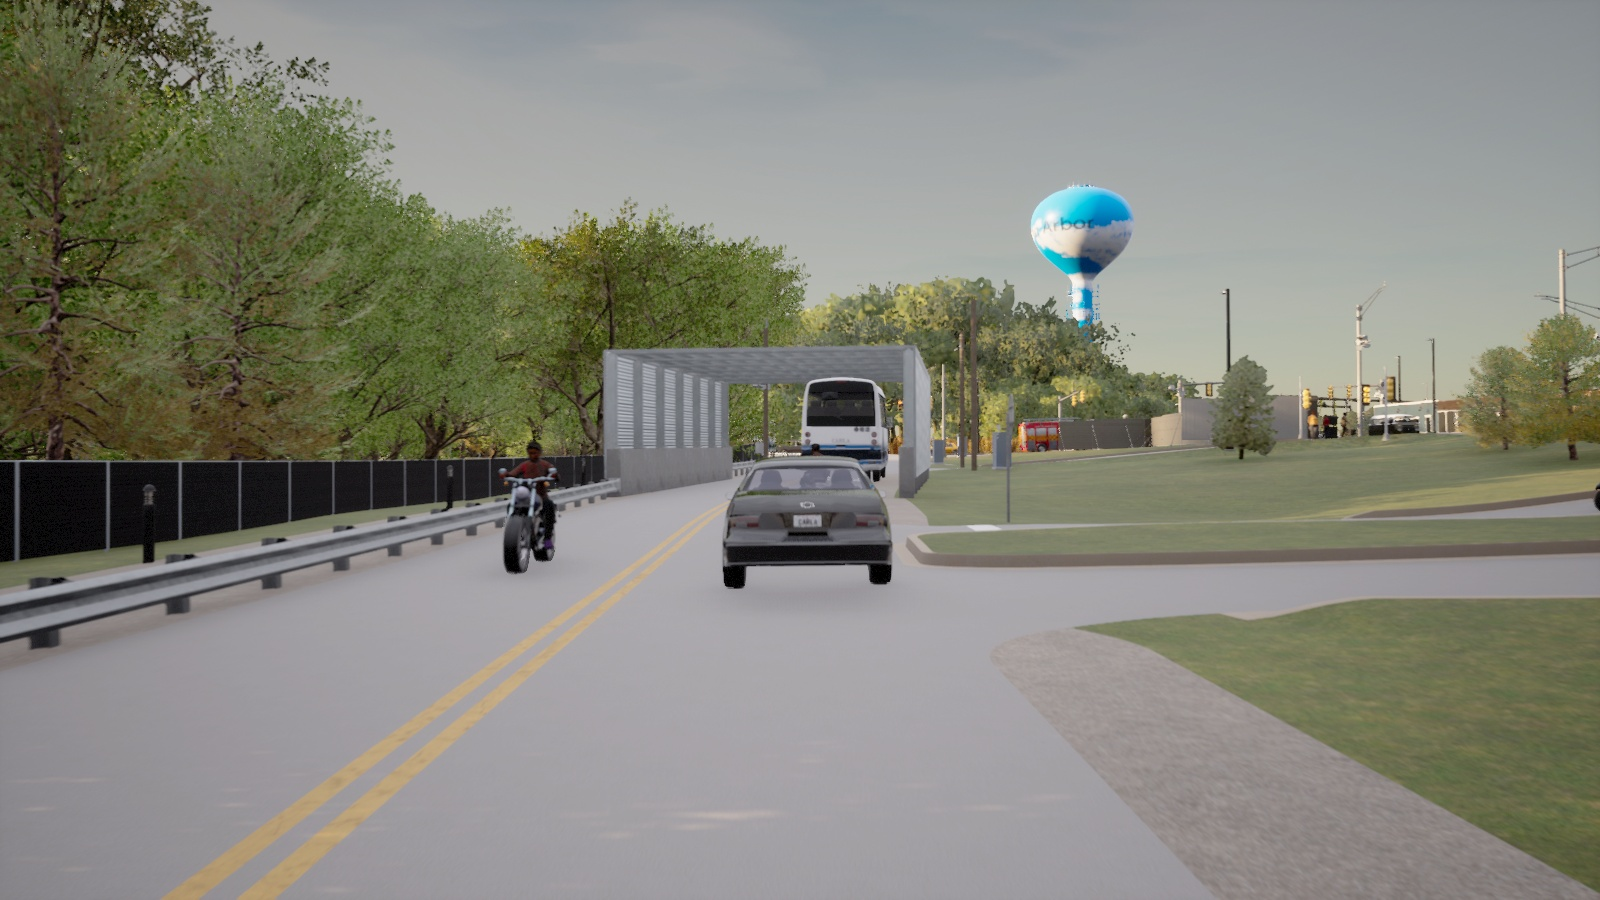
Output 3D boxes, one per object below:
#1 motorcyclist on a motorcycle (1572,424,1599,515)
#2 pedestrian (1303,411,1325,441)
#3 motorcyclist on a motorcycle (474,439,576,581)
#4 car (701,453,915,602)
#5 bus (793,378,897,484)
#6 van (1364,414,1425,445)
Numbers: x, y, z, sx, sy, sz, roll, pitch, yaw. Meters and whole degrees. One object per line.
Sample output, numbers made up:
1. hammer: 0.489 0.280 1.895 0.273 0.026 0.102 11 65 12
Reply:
1. motorcyclist on a motorcycle: 14.930 0.270 22.251 1.817 1.590 0.866 -6 -1 -5
2. pedestrian: 32.607 -1.529 79.645 0.874 1.855 0.900 0 -1 -16
3. motorcyclist on a motorcycle: -3.416 0.696 15.795 0.766 1.649 2.350 0 0 0
4. car: 0.080 0.773 14.721 2.033 1.411 5.357 -1 -1 0
5. bus: 2.188 -0.812 55.756 3.944 4.253 10.273 0 0 6
6. van: 41.564 -1.421 87.910 2.069 2.038 4.480 0 -1 -1
